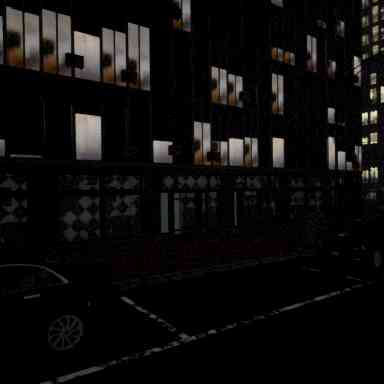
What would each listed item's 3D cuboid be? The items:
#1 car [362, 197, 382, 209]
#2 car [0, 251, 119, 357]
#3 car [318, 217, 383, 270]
[{"bbox_3d":[20.577,1.274,40.861,1.752,1.417,4.829,-1,1,-35],"label":"car"},{"bbox_3d":[-3.189,1.551,4.427,4.403,1.369,2.008,0,-1,-35],"label":"car"},{"bbox_3d":[5.986,1.541,11.006,4.507,1.381,1.887,0,-1,-35],"label":"car"}]
